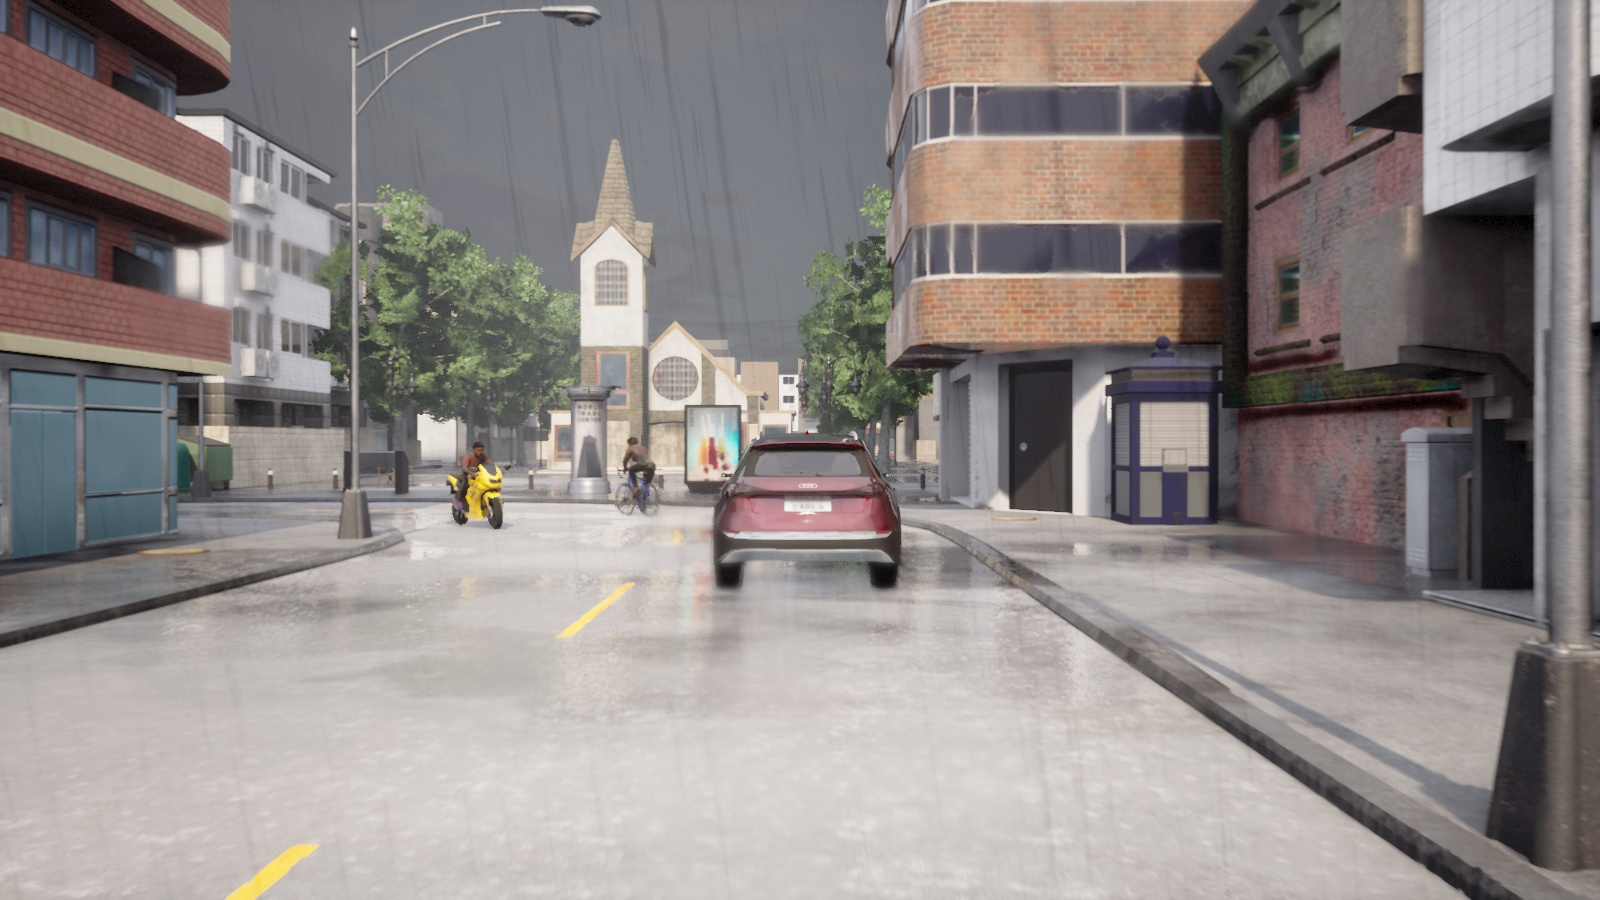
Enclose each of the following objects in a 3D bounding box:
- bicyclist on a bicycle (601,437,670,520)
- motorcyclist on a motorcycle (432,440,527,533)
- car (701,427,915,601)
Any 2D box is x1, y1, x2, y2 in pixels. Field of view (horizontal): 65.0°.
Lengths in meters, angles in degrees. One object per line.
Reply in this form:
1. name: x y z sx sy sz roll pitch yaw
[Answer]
1. bicyclist on a bicycle: -3.326 0.556 25.350 0.582 1.620 1.656 -2 1 -38
2. motorcyclist on a motorcycle: -5.611 0.602 21.923 0.797 1.523 2.044 -3 2 -38
3. car: 0.065 0.596 14.344 2.033 1.649 4.856 0 0 0
